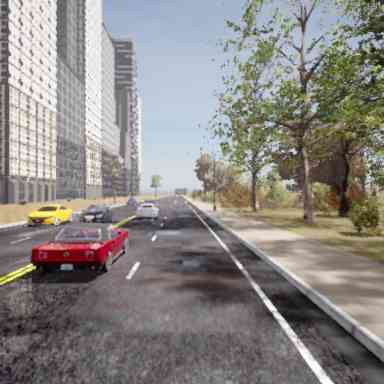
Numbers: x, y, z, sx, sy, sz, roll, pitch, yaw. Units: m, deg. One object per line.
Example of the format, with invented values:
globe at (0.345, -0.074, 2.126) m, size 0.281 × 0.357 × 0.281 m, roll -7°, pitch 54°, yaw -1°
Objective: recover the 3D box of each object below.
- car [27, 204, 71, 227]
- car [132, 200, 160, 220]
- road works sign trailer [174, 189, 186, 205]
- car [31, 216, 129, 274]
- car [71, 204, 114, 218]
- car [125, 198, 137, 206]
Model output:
car at (-10.460, 1.669, 24.829) m, size 1.882 × 1.535 × 5.008 m, roll 0°, pitch 0°, yaw -2°
car at (-3.961, 1.742, 30.109) m, size 1.812 × 1.442 × 4.674 m, roll 0°, pitch 0°, yaw -2°
road works sign trailer at (-2.382, 0.964, 71.445) m, size 2.380 × 3.560 × 2.880 m, roll 0°, pitch 0°, yaw -2°
car at (-3.305, 1.683, 10.891) m, size 1.895 × 1.301 × 4.718 m, roll 0°, pitch 0°, yaw -1°
car at (-7.235, 1.682, 25.545) m, size 2.128 × 1.511 × 4.902 m, roll 0°, pitch 0°, yaw -2°
car at (-11.944, 1.996, 66.333) m, size 1.812 × 1.442 × 4.674 m, roll 0°, pitch 0°, yaw -2°
